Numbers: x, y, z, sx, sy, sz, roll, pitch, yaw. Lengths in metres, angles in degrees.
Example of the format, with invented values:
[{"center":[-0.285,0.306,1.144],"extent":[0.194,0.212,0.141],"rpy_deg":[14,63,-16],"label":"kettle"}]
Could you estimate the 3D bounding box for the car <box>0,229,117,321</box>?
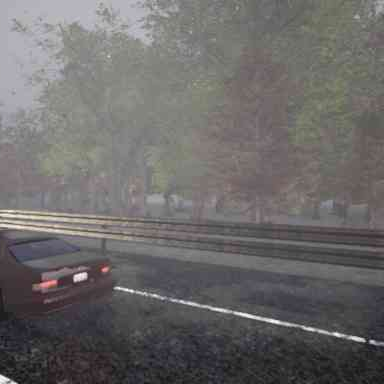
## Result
[{"center":[-4.070,1.545,7.219],"extent":[5.357,1.411,2.033],"rpy_deg":[0,0,33],"label":"car"}]
